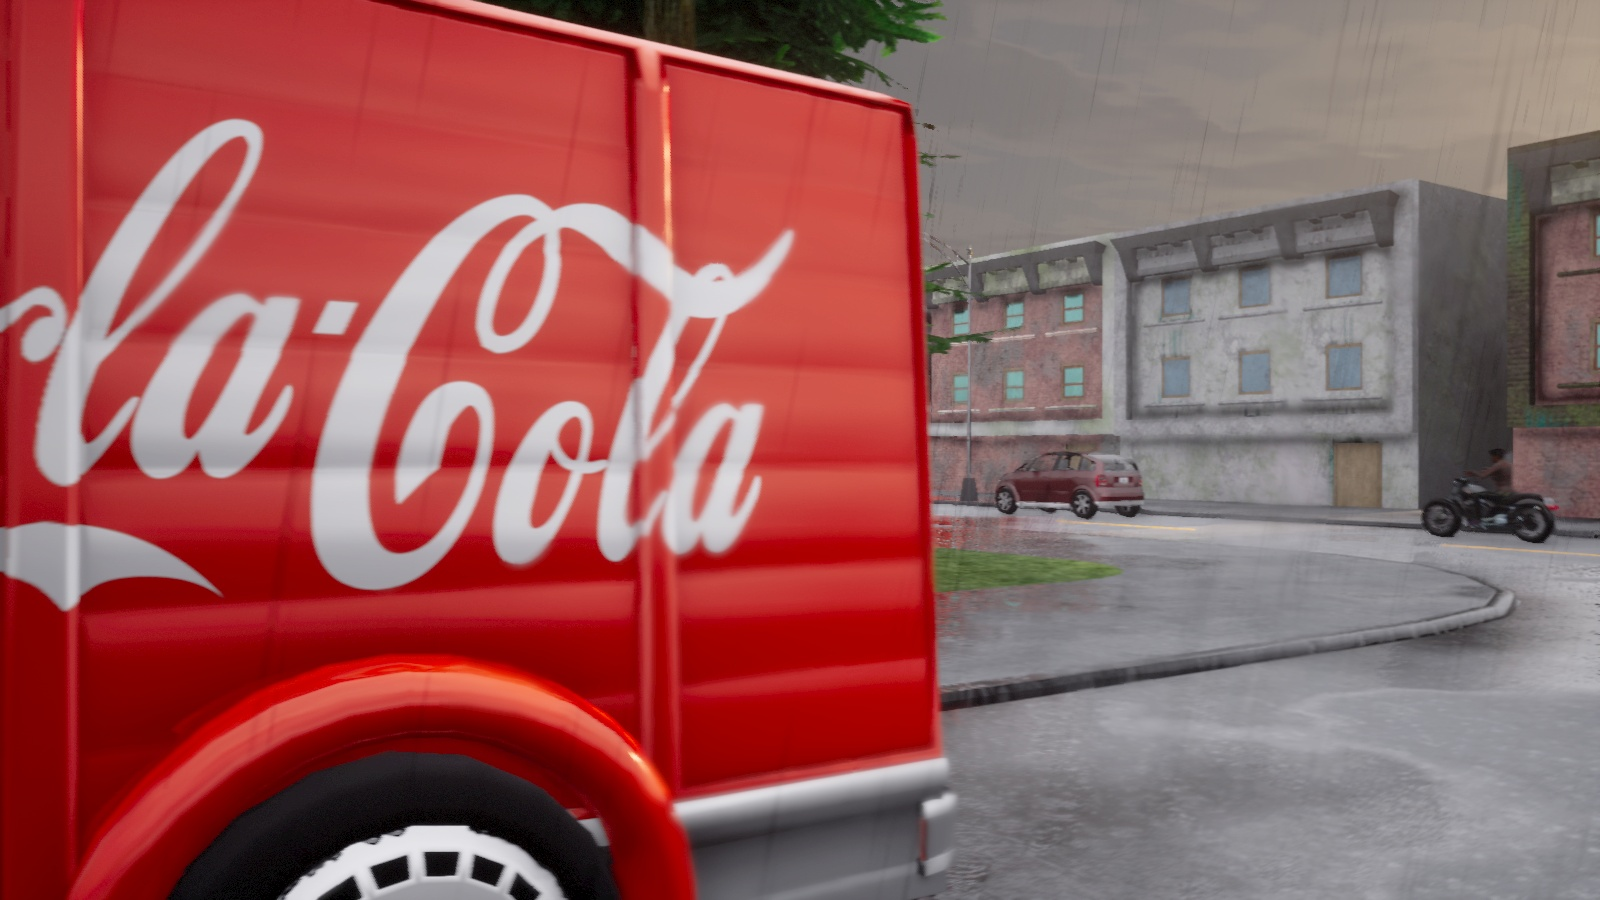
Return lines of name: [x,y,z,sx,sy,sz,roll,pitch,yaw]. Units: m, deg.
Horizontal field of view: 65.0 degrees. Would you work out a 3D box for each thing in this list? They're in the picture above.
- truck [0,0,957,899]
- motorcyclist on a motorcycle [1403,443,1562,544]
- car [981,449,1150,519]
truck: [-2.526,0.270,2.507,5.204,2.467,2.627,0,0,-35]
motorcyclist on a motorcycle: [11.793,0.724,21.796,0.766,1.649,2.350,-1,0,-29]
car: [6.269,0.780,29.953,1.789,1.549,3.705,0,-1,-35]
